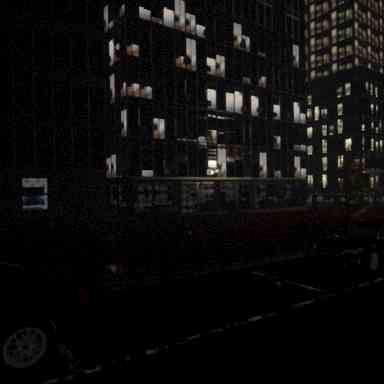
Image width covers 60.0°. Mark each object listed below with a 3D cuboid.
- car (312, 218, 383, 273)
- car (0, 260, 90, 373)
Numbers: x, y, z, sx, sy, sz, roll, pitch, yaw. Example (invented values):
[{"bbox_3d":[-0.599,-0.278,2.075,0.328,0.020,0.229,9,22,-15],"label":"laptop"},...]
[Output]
[{"bbox_3d":[5.595,1.546,10.537,4.403,1.369,2.008,0,-1,-35],"label":"car"},{"bbox_3d":[-3.579,1.545,4.024,4.507,1.381,1.887,0,-1,-35],"label":"car"}]
